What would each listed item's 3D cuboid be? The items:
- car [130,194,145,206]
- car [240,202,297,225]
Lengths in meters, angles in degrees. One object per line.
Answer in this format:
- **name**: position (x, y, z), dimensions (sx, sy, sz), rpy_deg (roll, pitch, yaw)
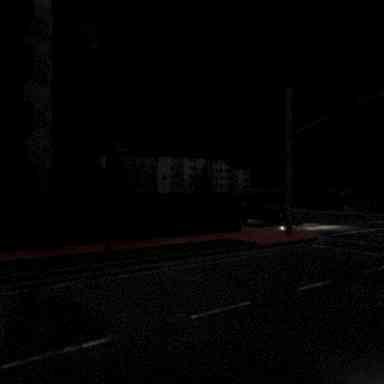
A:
- **car**: position (-9.921, 1.395, 60.652), dimensions (2.150, 2.045, 5.566), rpy_deg (0, -1, -3)
- **car**: position (5.755, 1.600, 25.891), dimensions (1.882, 1.535, 5.008), rpy_deg (0, 0, -38)
